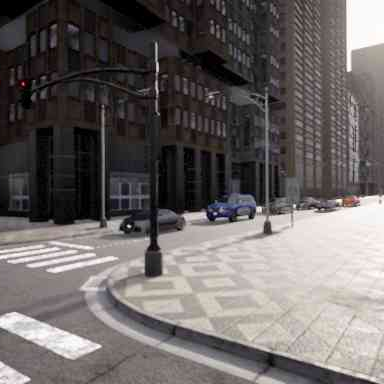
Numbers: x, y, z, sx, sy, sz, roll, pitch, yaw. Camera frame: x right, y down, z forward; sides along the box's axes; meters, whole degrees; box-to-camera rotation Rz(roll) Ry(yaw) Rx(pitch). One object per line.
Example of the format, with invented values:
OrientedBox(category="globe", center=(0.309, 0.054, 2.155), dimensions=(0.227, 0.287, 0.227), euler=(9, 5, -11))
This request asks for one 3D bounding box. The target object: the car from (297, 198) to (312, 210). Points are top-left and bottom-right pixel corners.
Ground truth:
OrientedBox(category="car", center=(14.930, 1.487, 43.266), dimensions=(2.128, 1.511, 4.902), euler=(0, 0, 35))

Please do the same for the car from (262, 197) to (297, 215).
OrientedBox(category="car", center=(8.946, 1.372, 34.861), dimensions=(2.097, 1.767, 4.553), euler=(0, 0, 35))

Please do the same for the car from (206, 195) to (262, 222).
OrientedBox(category="car", center=(3.309, 1.263, 26.906), dimensions=(2.150, 2.045, 5.566), euler=(0, 0, 35))

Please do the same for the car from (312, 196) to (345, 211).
OrientedBox(category="car", center=(16.526, 1.528, 40.059), dimensions=(2.033, 1.411, 5.357), euler=(0, 0, 35))

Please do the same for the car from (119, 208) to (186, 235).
OrientedBox(category="car", center=(-2.174, 1.625, 19.139), dimensions=(1.994, 1.385, 4.181), euler=(0, 0, 35))

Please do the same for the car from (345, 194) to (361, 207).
OrientedBox(category="car", center=(24.616, 1.300, 51.500), dimensions=(2.097, 1.767, 4.553), euler=(0, 0, 35))
